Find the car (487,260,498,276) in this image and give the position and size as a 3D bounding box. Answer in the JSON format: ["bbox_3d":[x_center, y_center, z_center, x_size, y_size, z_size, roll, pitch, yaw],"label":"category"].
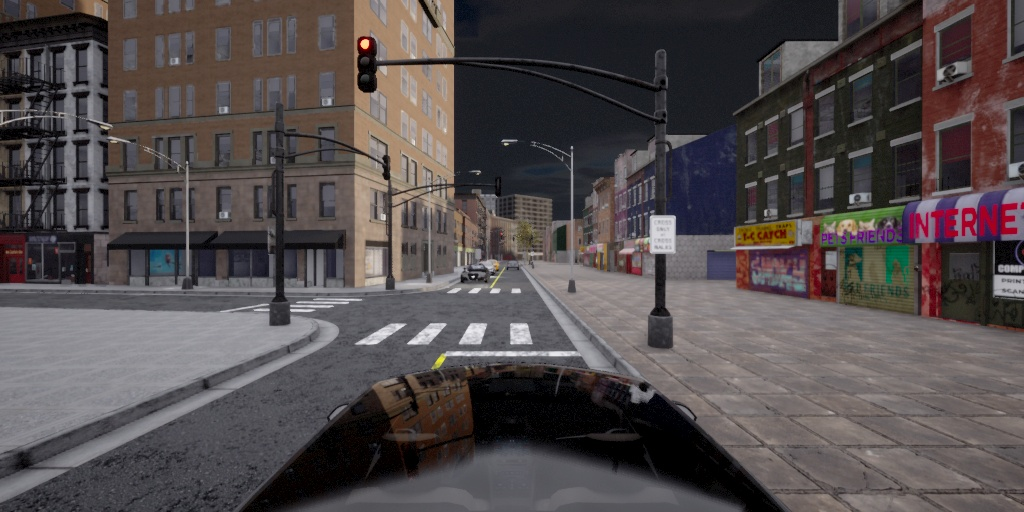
[{"bbox_3d":[-2.765,1.282,38.062,1.812,1.442,4.674,0,0,0],"label":"car"}]

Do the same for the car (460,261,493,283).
[{"bbox_3d":[-2.789,1.317,27.719,1.994,1.385,4.181,0,0,0],"label":"car"}]

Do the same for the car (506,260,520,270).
[{"bbox_3d":[0.120,1.310,52.780,2.033,1.411,5.357,0,0,0],"label":"car"}]
